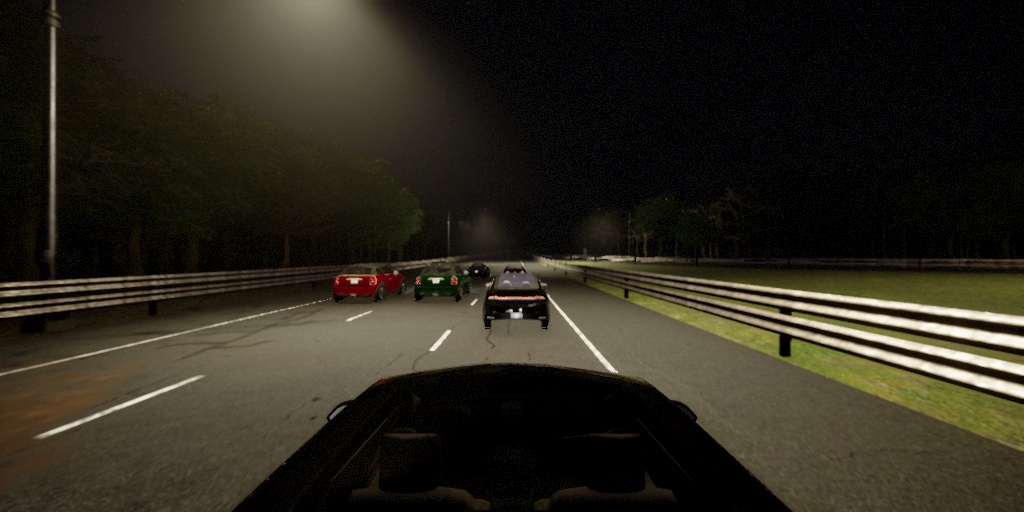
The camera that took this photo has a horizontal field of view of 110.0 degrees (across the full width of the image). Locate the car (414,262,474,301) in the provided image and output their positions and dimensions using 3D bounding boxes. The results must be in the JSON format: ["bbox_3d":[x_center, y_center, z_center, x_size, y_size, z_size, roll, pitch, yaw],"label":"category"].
[{"bbox_3d":[-3.323,1.159,17.891,2.097,1.767,4.553,0,0,0],"label":"car"}]

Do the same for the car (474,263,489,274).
[{"bbox_3d":[-3.231,1.378,34.699,1.994,1.385,4.181,0,0,0],"label":"car"}]

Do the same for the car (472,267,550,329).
[{"bbox_3d":[0.134,1.290,11.477,2.128,1.511,4.902,0,0,0],"label":"car"}]

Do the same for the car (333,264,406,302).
[{"bbox_3d":[-6.823,1.158,17.672,2.097,1.767,4.553,0,0,0],"label":"car"}]

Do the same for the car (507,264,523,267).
[{"bbox_3d":[0.258,1.419,32.520,1.895,1.301,4.718,0,0,0],"label":"car"}]
